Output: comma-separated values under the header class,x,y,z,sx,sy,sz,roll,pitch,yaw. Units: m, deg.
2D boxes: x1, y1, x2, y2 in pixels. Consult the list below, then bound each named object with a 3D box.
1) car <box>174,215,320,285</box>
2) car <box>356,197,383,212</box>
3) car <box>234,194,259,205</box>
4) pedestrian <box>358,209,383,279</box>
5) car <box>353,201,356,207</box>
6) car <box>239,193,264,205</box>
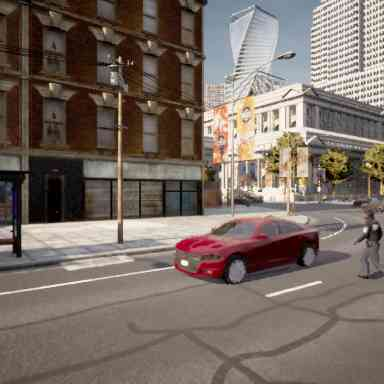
class,x,y,z,sx,sy,sz,roll,pitch,yaw
car,1.774,1.477,9.752,5.008,1.535,1.882,0,0,-38
car,21.641,1.547,38.246,2.033,1.411,5.357,0,0,-3
car,8.747,1.525,57.059,1.812,1.442,4.674,0,0,-30
pedestrian,4.503,1.294,8.338,0.375,1.860,0.375,0,0,-38
car,26.433,1.520,50.039,2.002,1.452,4.674,0,0,-16
car,10.582,1.220,60.832,2.150,2.045,5.566,0,0,-32
